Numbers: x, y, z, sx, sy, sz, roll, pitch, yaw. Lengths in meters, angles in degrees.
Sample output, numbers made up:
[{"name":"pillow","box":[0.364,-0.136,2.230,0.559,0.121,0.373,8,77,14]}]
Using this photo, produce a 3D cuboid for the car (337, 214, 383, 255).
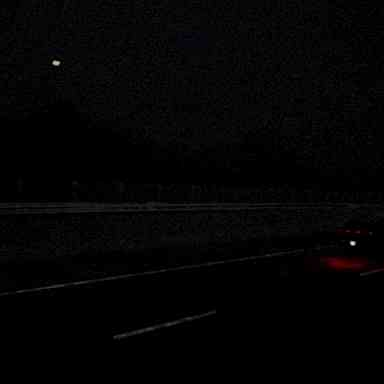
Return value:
[{"name":"car","box":[8.002,1.683,13.868,4.892,1.490,1.837,1,0,-35]}]
